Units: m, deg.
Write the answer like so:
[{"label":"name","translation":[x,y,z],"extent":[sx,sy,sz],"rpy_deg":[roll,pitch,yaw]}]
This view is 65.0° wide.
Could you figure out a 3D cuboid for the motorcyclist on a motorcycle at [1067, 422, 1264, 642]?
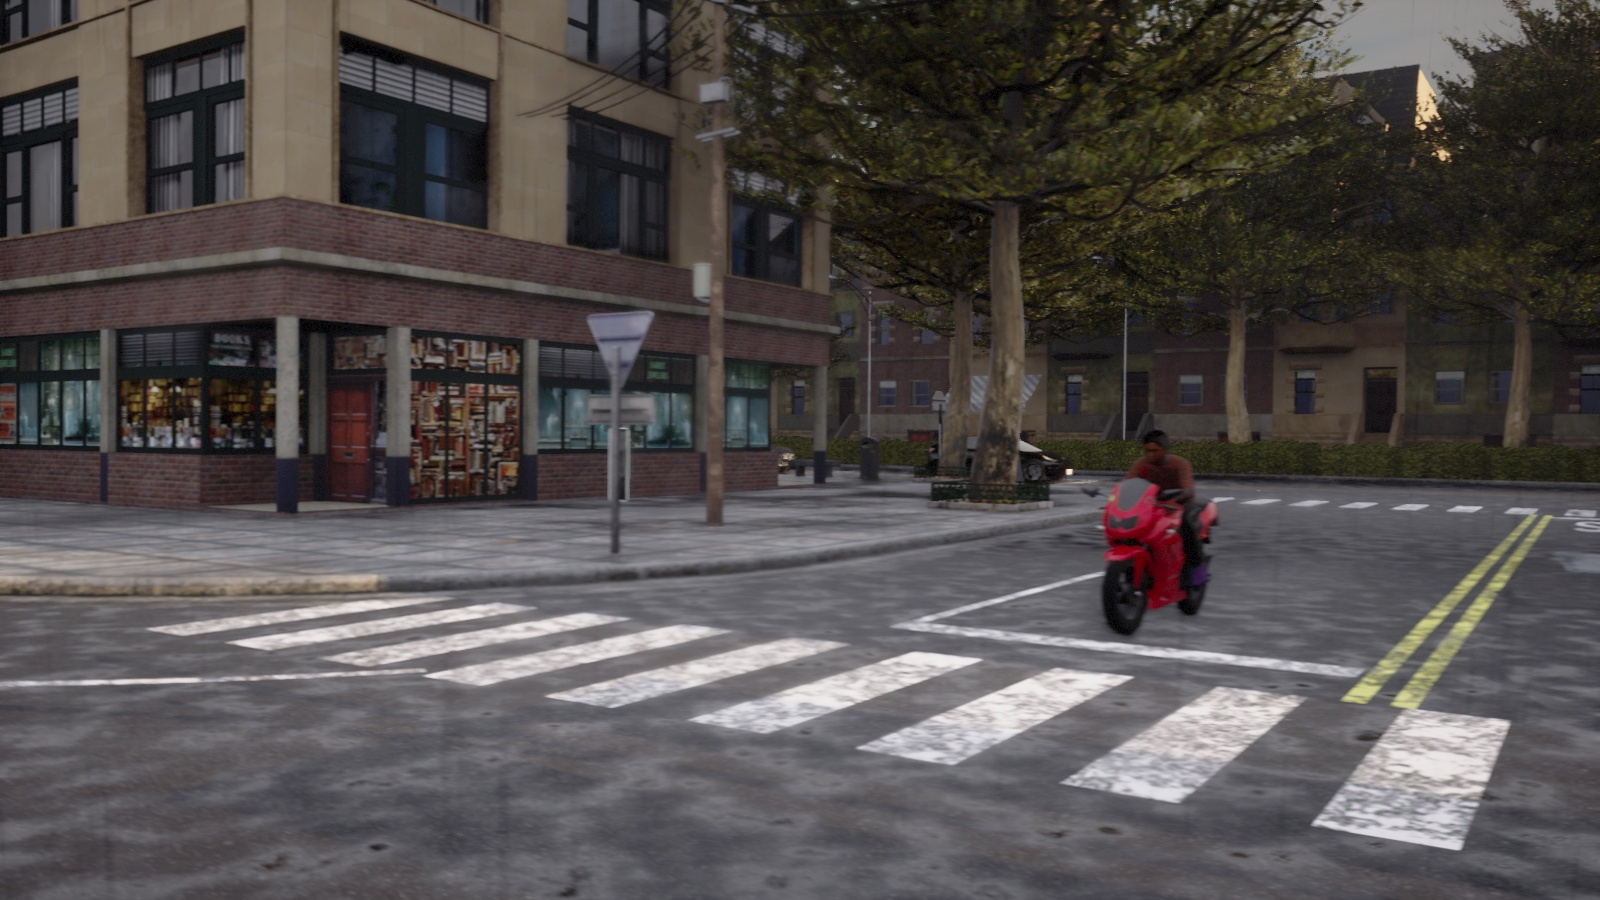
[{"label":"motorcyclist on a motorcycle","translation":[2.883,0.554,9.748],"extent":[0.797,1.523,2.044],"rpy_deg":[0,1,37]}]

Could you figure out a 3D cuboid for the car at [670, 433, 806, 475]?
[{"label":"car","translation":[-2.330,0.122,46.540],"extent":[4.892,1.490,1.837],"rpy_deg":[0,1,34]}]

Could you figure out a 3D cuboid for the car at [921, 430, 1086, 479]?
[{"label":"car","translation":[6.558,0.117,40.654],"extent":[4.792,1.488,2.163],"rpy_deg":[0,1,34]}]
